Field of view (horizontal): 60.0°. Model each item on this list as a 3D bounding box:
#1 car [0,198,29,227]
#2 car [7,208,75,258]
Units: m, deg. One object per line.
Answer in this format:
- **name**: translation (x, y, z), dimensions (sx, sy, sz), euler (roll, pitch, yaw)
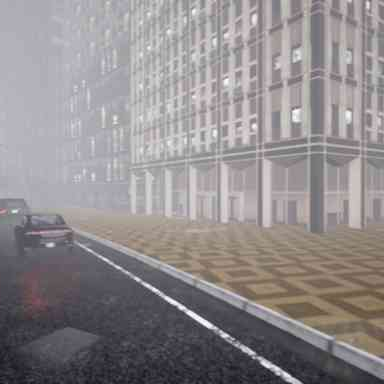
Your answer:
- **car**: translation (-13.929, 1.496, 25.611), dimensions (2.150, 2.045, 5.566), euler (-1, 0, -34)
- **car**: translation (-6.108, 1.623, 13.525), dimensions (2.128, 1.511, 4.902), euler (0, 0, -31)
